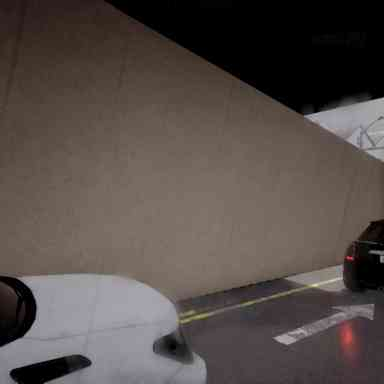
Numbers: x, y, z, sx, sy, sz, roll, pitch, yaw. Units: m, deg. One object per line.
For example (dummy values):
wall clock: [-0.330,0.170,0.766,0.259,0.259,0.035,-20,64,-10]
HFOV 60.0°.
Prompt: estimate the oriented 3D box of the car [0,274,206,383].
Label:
car: [-2.539,1.221,1.978,5.566,2.045,2.150,0,0,-35]

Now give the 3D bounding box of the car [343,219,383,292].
car: [5.556,1.352,7.726,4.553,1.767,2.097,0,0,-36]
